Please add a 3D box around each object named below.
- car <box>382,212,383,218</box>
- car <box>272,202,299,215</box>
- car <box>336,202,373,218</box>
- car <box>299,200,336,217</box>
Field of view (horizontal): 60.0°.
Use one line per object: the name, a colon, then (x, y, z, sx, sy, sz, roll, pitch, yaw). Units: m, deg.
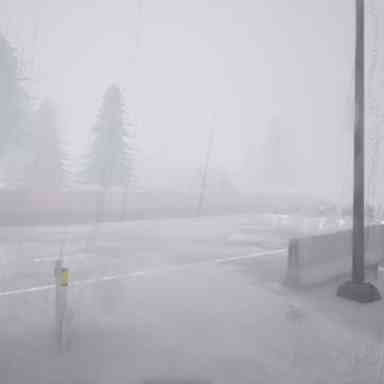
car: (19.060, 1.815, 30.450, 2.033, 1.411, 5.357, 0, 0, 42)
car: (10.599, 1.794, 36.810, 1.994, 1.385, 4.181, 0, 0, 43)
car: (16.221, 1.732, 32.578, 1.882, 1.535, 5.008, 0, 0, 42)
car: (13.477, 1.595, 34.773, 2.097, 1.767, 4.553, 0, 0, 42)
